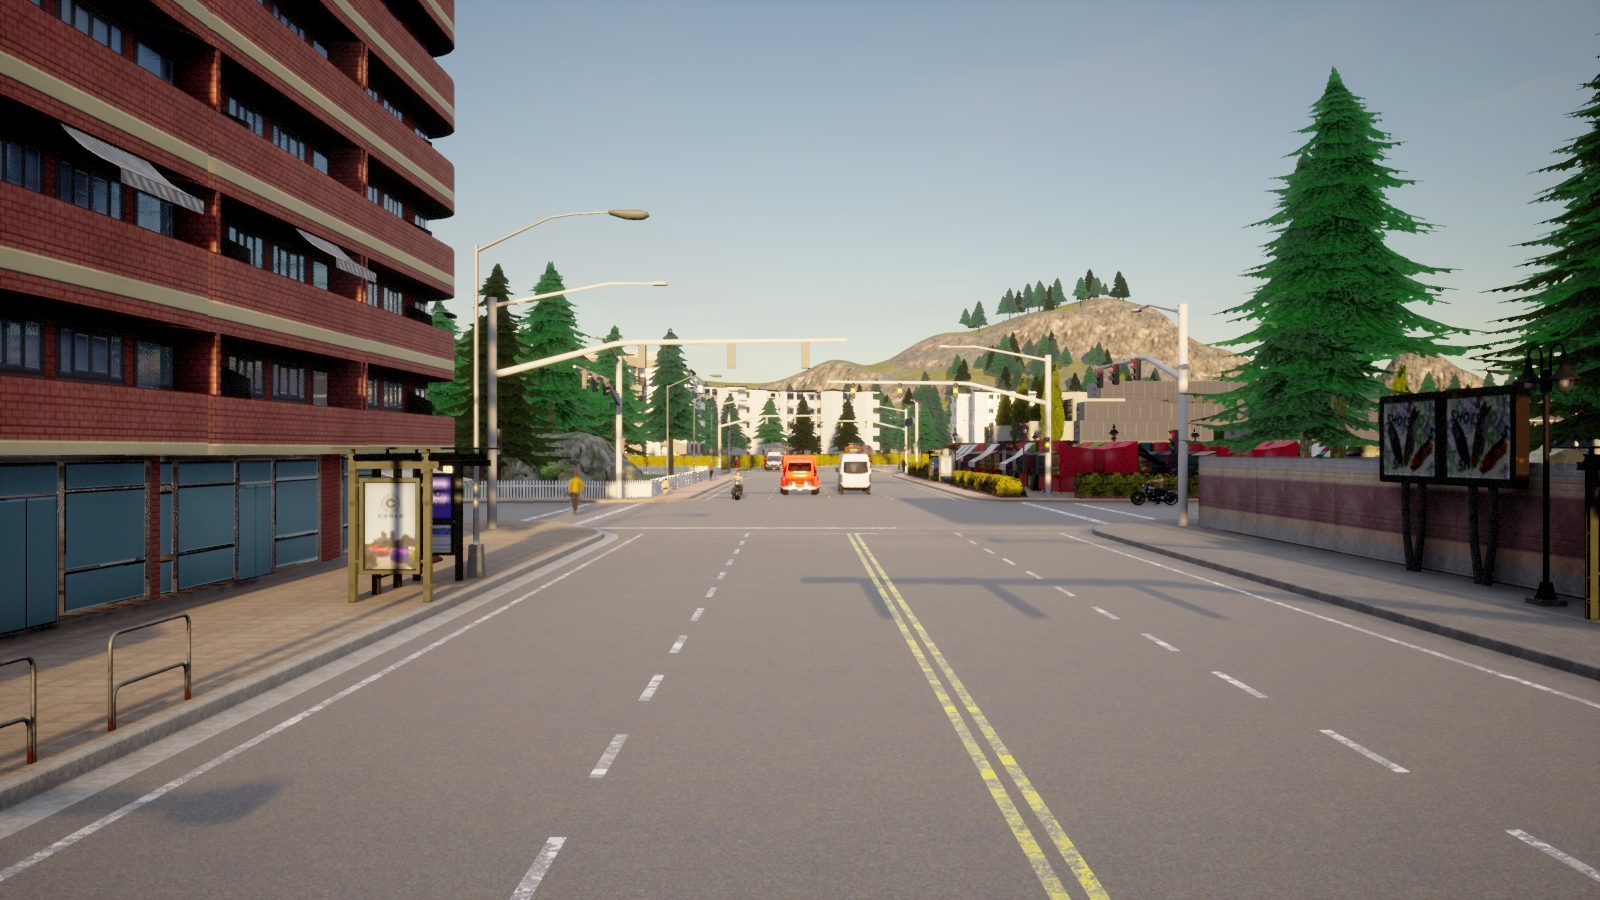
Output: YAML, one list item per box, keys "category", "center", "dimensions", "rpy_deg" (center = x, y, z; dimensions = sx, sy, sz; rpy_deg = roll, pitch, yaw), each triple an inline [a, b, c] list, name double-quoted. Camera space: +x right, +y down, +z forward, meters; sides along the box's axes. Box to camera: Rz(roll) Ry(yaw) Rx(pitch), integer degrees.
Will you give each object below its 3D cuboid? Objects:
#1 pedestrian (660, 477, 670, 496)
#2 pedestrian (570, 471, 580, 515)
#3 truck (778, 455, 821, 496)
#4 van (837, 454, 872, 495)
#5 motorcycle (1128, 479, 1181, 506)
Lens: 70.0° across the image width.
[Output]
- category: "pedestrian"
  center: [-7.731, 2.079, 65.602]
  dimensions: [0.500, 1.100, 0.500]
  rpy_deg: [0, 0, 1]
- category: "pedestrian"
  center: [-9.425, 1.795, 47.933]
  dimensions: [0.375, 1.860, 0.375]
  rpy_deg: [0, 0, -7]
- category: "truck"
  center: [-0.006, 1.572, 72.542]
  dimensions: [2.627, 2.467, 5.204]
  rpy_deg: [0, 0, 0]
- category: "van"
  center: [3.502, 1.538, 74.710]
  dimensions: [1.988, 2.561, 5.915]
  rpy_deg: [0, 0, 0]
- category: "motorcycle"
  center: [17.582, 2.102, 56.689]
  dimensions: [2.356, 1.307, 0.764]
  rpy_deg: [0, 0, 0]
